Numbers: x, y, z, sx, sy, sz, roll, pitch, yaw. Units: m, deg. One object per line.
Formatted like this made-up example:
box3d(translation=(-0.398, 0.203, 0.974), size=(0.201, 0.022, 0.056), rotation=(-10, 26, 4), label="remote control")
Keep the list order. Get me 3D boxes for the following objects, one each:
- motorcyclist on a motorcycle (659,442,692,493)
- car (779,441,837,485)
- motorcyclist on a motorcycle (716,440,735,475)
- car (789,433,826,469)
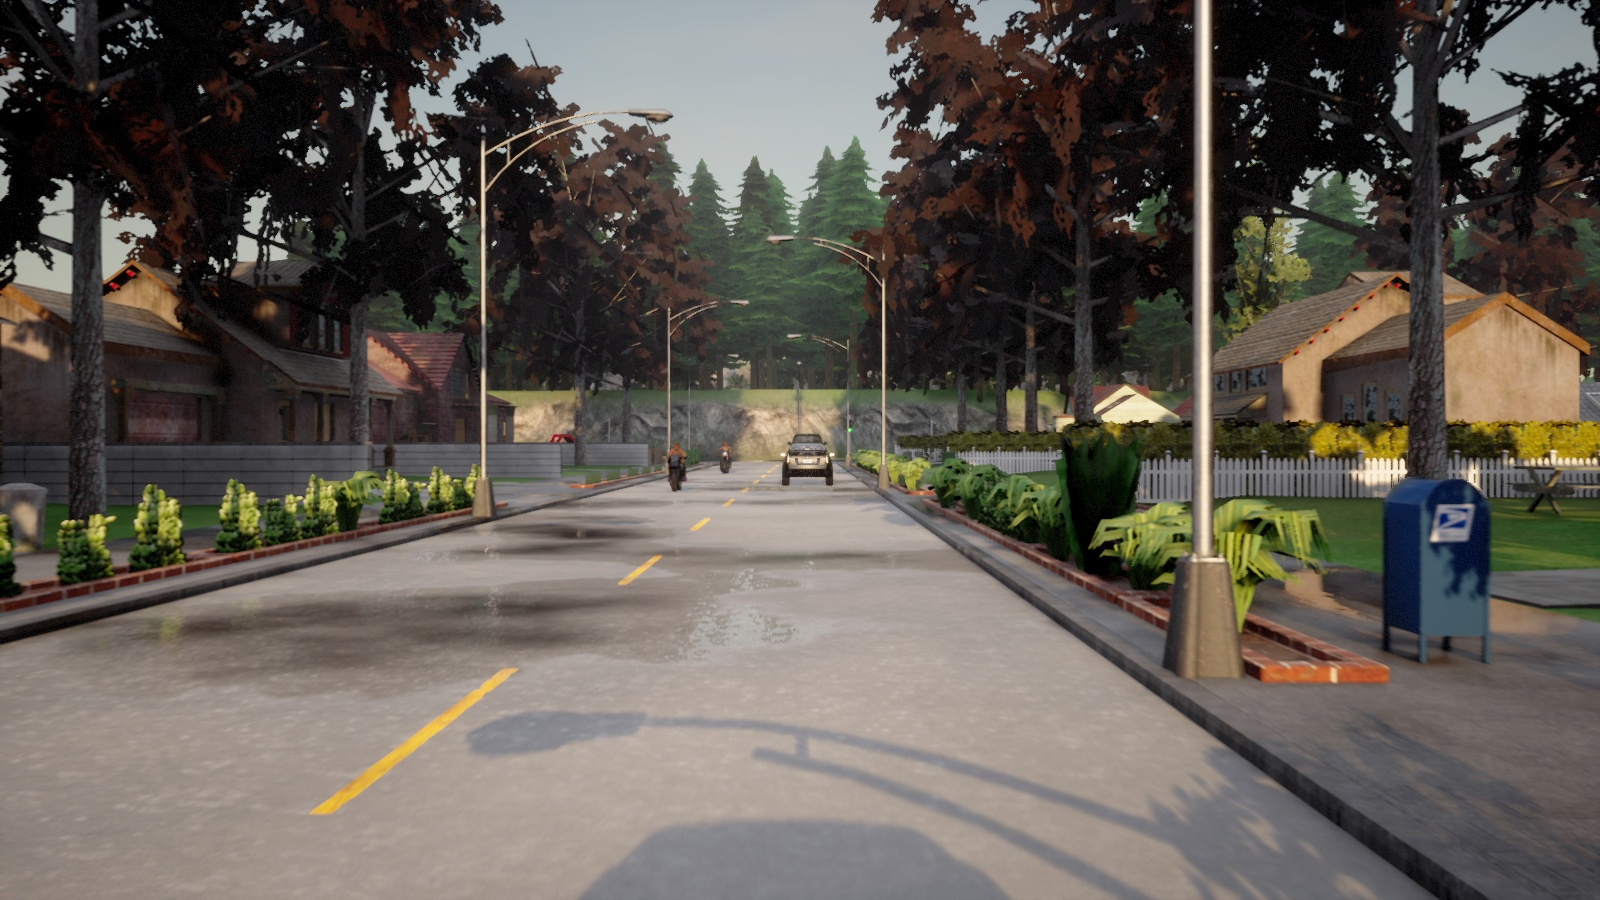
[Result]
box3d(translation=(-3.768, 0.510, 38.171), size=(0.797, 1.523, 2.044), rotation=(0, 0, 0), label="motorcyclist on a motorcycle")
box3d(translation=(0.275, 0.436, 45.612), size=(2.007, 1.525, 4.514), rotation=(0, 0, 0), label="car")
box3d(translation=(-3.637, 0.349, 61.180), size=(0.766, 1.649, 2.350), rotation=(0, 0, 0), label="motorcyclist on a motorcycle")
box3d(translation=(0.444, 0.041, 75.291), size=(2.150, 2.045, 5.566), rotation=(0, 0, 0), label="car")
